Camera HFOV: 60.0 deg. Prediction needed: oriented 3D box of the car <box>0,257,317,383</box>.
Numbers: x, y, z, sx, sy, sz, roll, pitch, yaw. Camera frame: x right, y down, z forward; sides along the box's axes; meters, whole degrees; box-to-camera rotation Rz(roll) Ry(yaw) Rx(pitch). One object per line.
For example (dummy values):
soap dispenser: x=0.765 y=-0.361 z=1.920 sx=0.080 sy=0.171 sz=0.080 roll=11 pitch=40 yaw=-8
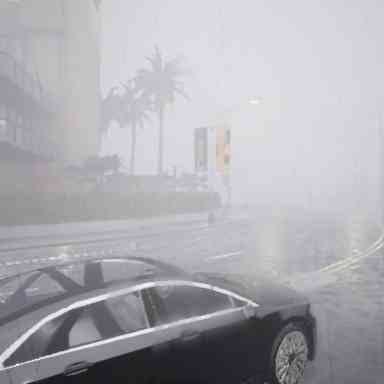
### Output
car: x=-0.586 y=1.496 z=3.591 sx=4.902 sy=1.511 sz=2.128 roll=0 pitch=0 yaw=-38
